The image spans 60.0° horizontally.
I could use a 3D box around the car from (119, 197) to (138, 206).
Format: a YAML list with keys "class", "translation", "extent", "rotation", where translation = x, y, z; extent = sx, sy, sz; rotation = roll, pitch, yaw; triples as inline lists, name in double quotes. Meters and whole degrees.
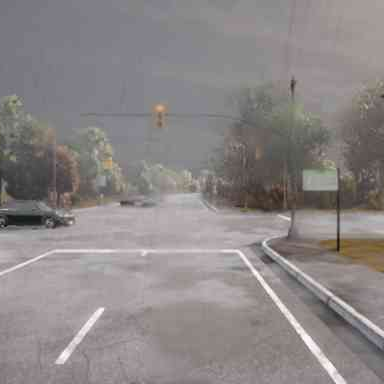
- class: "car"
  translation: [-10.491, 1.581, 54.157]
  extent: [1.895, 1.301, 4.718]
  rotation: [0, 0, 0]

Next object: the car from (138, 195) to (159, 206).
- class: "car"
  translation: [-6.991, 1.581, 54.150]
  extent: [1.895, 1.301, 4.718]
  rotation: [0, 0, 0]

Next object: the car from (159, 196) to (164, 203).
- class: "car"
  translation: [-6.878, 1.499, 69.572]
  extent: [2.128, 1.511, 4.902]
  rotation: [0, 0, 0]

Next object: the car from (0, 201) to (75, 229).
- class: "car"
  translation: [-9.797, 1.332, 20.897]
  extent: [4.553, 1.767, 2.097]
  rotation: [0, 0, 3]
